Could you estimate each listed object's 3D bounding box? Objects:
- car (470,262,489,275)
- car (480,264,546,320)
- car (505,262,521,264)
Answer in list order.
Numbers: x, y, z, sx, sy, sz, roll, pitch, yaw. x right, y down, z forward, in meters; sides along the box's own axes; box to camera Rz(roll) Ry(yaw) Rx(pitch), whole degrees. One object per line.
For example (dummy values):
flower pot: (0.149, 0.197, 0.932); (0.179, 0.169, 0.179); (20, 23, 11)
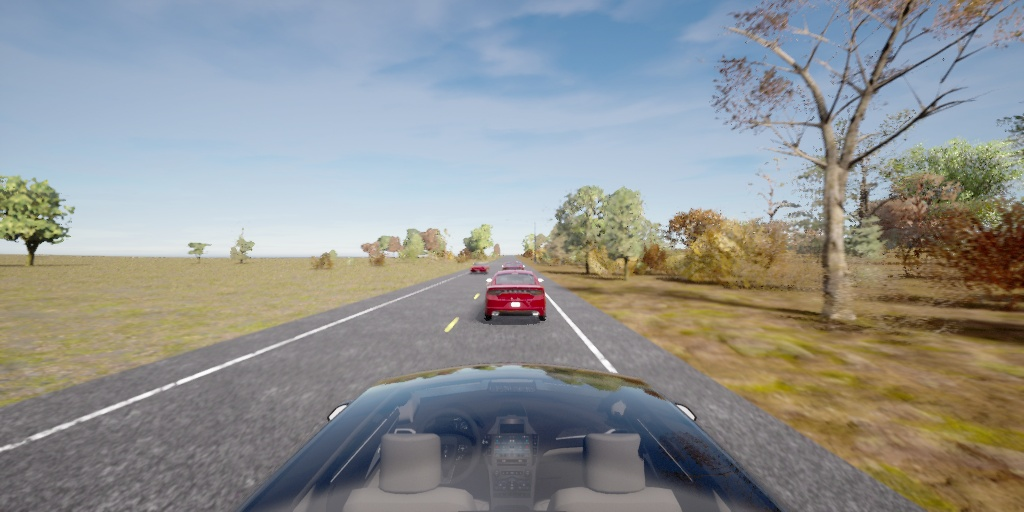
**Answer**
car: (-3.497, 1.334, 39.580); (1.895, 1.301, 4.718); (0, 0, 0)
car: (0.103, 1.227, 12.679); (1.882, 1.535, 5.008); (0, 0, 0)
car: (0.105, 1.219, 31.052); (1.882, 1.535, 5.008); (0, 0, 0)
